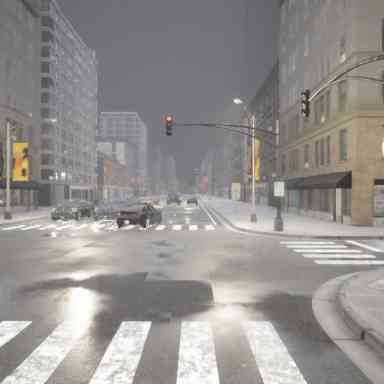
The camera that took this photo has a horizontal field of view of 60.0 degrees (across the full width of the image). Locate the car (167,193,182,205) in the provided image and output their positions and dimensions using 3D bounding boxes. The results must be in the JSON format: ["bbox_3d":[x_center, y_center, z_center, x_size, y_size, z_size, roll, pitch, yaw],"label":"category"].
[{"bbox_3d":[-3.200,1.212,57.927,2.150,2.045,5.566,0,0,0],"label":"car"}]

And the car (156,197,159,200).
[{"bbox_3d":[-6.518,1.517,55.612,1.812,1.442,4.674,0,0,1],"label":"car"}]

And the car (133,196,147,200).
[{"bbox_3d":[-6.552,1.490,36.257,2.128,1.511,4.902,0,0,0],"label":"car"}]

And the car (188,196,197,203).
[{"bbox_3d":[0.059,1.512,68.314,1.812,1.442,4.674,0,0,0],"label":"car"}]

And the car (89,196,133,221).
[{"bbox_3d":[-6.566,1.352,27.418,2.097,1.767,4.553,0,0,0],"label":"car"}]

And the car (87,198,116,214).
[{"bbox_3d":[-9.806,1.503,36.394,1.837,1.490,4.892,0,0,0],"label":"car"}]

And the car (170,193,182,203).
[{"bbox_3d":[-3.191,1.208,68.347,2.150,2.045,5.566,0,0,0],"label":"car"}]

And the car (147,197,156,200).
[{"bbox_3d":[-6.541,1.473,45.760,1.882,1.535,5.008,0,0,0],"label":"car"}]

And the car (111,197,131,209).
[{"bbox_3d":[-9.793,1.521,46.339,1.812,1.442,4.674,0,0,0],"label":"car"}]

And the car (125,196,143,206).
[{"bbox_3d":[-9.761,1.483,56.637,2.128,1.511,4.902,0,0,1],"label":"car"}]

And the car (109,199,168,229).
[{"bbox_3d":[-3.322,1.505,21.806,1.837,1.490,4.892,2,0,12],"label":"car"}]

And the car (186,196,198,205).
[{"bbox_3d":[0.050,1.496,57.895,1.837,1.490,4.892,0,0,0],"label":"car"}]

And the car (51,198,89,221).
[{"bbox_3d":[-9.815,1.352,27.422,2.097,1.767,4.553,0,0,0],"label":"car"}]
